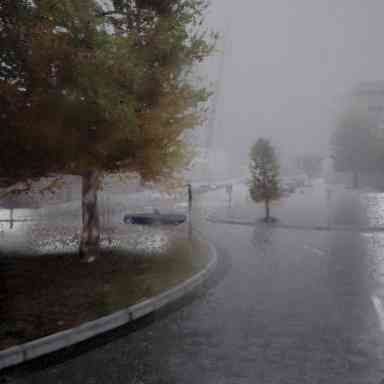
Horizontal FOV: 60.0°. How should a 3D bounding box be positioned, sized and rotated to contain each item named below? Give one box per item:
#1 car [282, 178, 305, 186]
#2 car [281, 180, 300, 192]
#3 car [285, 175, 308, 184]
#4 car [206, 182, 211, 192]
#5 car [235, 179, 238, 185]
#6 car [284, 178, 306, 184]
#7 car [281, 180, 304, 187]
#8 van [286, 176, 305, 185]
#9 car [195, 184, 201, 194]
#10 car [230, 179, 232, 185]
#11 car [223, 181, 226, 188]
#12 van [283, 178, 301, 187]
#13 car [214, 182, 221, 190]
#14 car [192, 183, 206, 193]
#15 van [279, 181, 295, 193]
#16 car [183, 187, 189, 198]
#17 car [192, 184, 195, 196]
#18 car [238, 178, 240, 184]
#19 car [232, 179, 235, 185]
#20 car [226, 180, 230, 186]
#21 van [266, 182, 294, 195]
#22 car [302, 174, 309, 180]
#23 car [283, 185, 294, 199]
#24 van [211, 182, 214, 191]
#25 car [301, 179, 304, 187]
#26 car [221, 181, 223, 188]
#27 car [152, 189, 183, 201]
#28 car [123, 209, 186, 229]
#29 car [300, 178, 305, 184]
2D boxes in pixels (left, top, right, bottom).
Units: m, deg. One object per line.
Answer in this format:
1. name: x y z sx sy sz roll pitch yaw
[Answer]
1. car: 25.438 -2.519 83.402 5.366 1.575 1.946 -2 4 1
2. car: 14.407 -0.446 55.580 5.566 2.045 2.435 -1 4 3
3. car: 22.387 -2.077 75.007 5.566 2.045 2.435 -1 4 2
4. car: 0.857 -0.538 68.339 5.008 1.535 2.097 -3 3 1
5. car: 9.177 -2.341 90.236 5.008 1.535 2.097 -3 4 1
6. car: 27.579 -2.975 88.980 5.366 1.575 1.946 -1 4 1
7. car: 23.466 -2.057 77.821 4.892 1.521 2.231 -1 4 1
8. van: 26.804 -2.979 86.173 4.442 1.987 1.878 -1 4 1
9. car: -1.229 -0.055 62.827 4.792 1.488 2.163 -3 4 1
10. car: 7.086 -1.889 84.769 4.892 1.521 2.231 -3 4 1
11. car: 5.032 -1.412 79.299 4.792 1.488 2.163 -3 3 1
12. van: 17.976 -1.123 63.885 4.442 1.987 1.878 -1 4 2
13. car: 3.115 -1.002 73.820 5.366 1.575 1.946 -3 3 1
14. car: -0.145 -0.439 65.570 4.553 1.767 2.185 -3 4 1
15. van: 13.412 -0.193 52.820 4.442 1.987 1.878 -1 4 3
16. car: -3.229 0.394 57.320 4.792 1.488 2.163 -3 3 1
17. car: -2.207 0.013 60.060 4.553 1.767 2.185 -3 4 1
18. car: 10.243 -2.690 92.958 4.553 1.767 2.185 -3 4 1
19. car: 8.132 -2.114 87.499 4.892 1.521 2.231 -3 4 1
20. car: 6.033 -1.665 82.039 5.008 1.535 2.097 -3 3 1
21. van: 15.461 -0.651 58.350 4.442 1.987 1.878 -1 4 3
22. car: 24.573 -2.541 80.595 5.566 2.045 2.435 -1 4 1
23. car: 12.156 0.267 50.077 5.008 1.535 2.097 -1 4 3
24. van: 1.767 -0.983 71.069 4.442 1.987 1.878 -3 4 1
25. car: 20.137 -1.358 69.446 4.892 1.521 2.231 -1 4 2
26. car: 3.956 -1.214 76.564 5.008 1.535 2.097 -3 3 1
27. car: -4.285 0.632 54.562 4.674 1.452 2.002 -3 3 1
28. car: -2.840 1.869 24.122 4.718 1.301 1.895 -1 -1 36
29. car: 21.279 -1.563 72.236 4.792 1.488 2.163 -1 4 2
